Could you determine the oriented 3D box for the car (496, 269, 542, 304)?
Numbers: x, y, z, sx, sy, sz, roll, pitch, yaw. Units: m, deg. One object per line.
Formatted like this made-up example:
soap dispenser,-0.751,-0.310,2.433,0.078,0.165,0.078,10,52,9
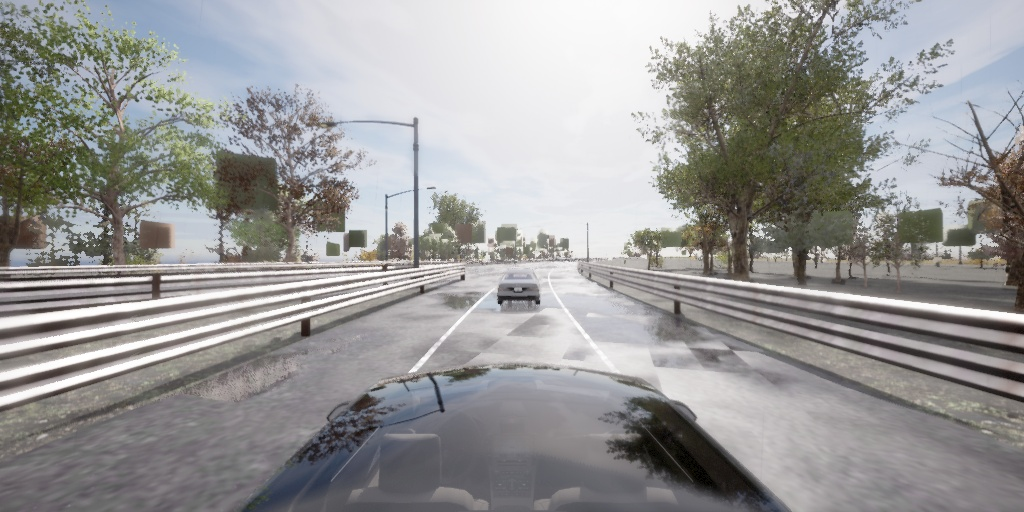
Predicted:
car,0.353,1.308,16.157,2.033,1.411,5.357,0,0,3
